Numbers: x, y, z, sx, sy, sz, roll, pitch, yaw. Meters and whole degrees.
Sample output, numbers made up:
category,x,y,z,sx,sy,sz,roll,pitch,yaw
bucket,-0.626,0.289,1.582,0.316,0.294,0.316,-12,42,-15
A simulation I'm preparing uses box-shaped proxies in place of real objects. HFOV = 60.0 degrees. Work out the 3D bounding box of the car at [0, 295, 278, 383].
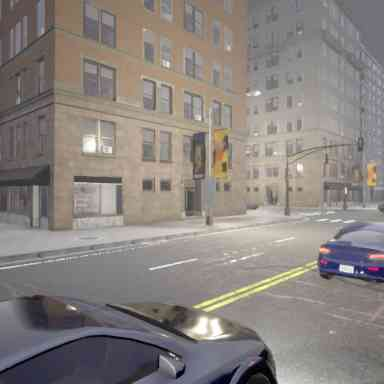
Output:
category,x,y,z,sx,sy,sz,roll,pitch,yaw
car,-1.046,1.564,2.565,1.994,1.385,4.181,0,0,43

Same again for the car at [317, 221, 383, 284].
category,x,y,z,sx,sy,sz,roll,pitch,yaw
car,4.977,1.528,9.007,1.812,1.442,4.674,0,0,43

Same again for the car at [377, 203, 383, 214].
category,x,y,z,sx,sy,sz,roll,pitch,yaw
car,20.369,1.524,31.663,4.892,1.490,1.837,0,1,7

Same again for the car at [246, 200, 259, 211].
category,x,y,z,sx,sy,sz,roll,pitch,yaw
car,6.010,1.550,40.412,4.181,1.385,1.994,0,0,43
